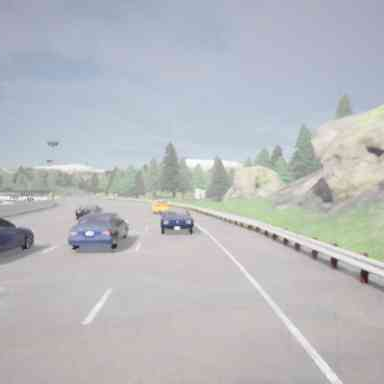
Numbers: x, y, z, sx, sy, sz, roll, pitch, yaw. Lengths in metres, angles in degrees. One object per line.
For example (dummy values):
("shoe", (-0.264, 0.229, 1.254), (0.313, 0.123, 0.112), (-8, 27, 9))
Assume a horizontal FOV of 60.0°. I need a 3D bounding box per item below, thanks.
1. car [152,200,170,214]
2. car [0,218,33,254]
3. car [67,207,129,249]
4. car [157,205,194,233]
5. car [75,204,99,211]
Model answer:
("car", (-3.548, 1.650, 38.055), (1.882, 1.535, 5.008), (0, 0, -10))
("car", (-7.364, 1.599, 11.823), (1.812, 1.442, 4.674), (0, 0, -3))
("car", (-4.044, 1.624, 15.024), (2.033, 1.411, 5.357), (0, 0, -4))
("car", (-1.008, 1.690, 20.306), (1.895, 1.301, 4.718), (0, 0, -6))
("car", (-9.363, 1.759, 30.602), (1.895, 1.301, 4.718), (0, 0, -9))
